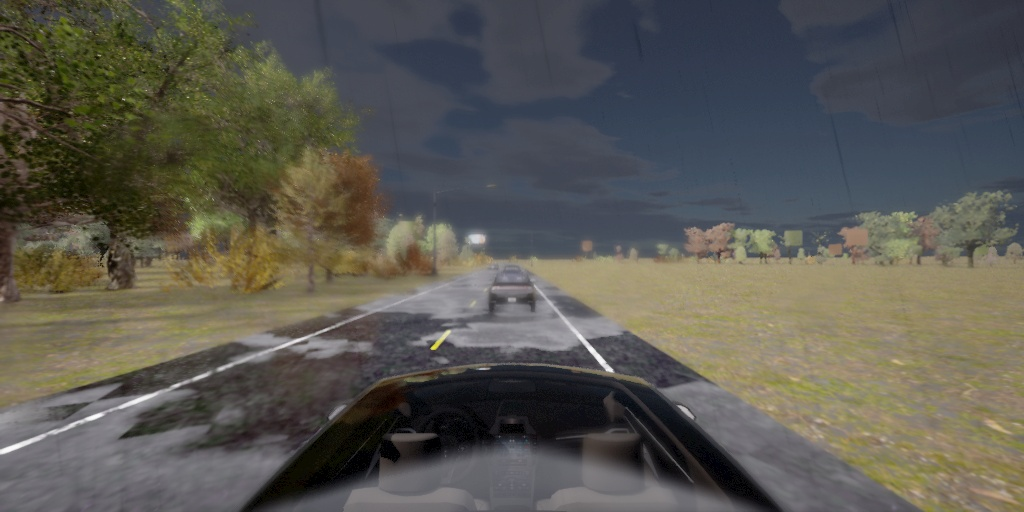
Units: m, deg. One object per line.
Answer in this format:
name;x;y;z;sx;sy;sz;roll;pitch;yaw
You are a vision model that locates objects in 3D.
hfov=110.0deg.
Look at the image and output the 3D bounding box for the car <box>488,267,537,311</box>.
car;0.022;1.389;15.336;2.128;1.511;4.902;0;0;1
